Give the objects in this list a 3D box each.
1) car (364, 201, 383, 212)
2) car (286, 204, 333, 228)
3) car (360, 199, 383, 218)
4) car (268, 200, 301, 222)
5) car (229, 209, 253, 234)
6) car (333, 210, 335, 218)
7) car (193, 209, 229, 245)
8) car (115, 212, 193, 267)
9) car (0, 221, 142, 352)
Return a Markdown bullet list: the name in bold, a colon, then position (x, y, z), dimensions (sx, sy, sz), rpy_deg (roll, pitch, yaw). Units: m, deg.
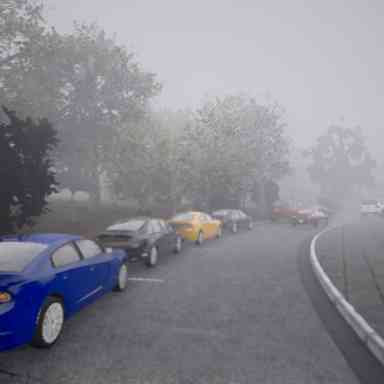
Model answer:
- **car**: position (37.702, 2.963, 66.570), dimensions (5.566, 2.045, 2.435), rpy_deg (-3, -4, 28)
- **car**: position (9.169, 1.934, 25.682), dimensions (1.812, 1.442, 4.674), rpy_deg (-2, -2, 36)
- **car**: position (21.130, 1.802, 37.712), dimensions (5.566, 2.045, 2.150), rpy_deg (1, -3, -41)
- **car**: position (9.333, 1.826, 31.673), dimensions (2.435, 2.045, 5.566), rpy_deg (-2, -2, 41)
- **car**: position (2.596, 1.894, 22.434), dimensions (2.231, 1.521, 4.892), rpy_deg (-1, -2, 30)
- **car**: position (13.583, 2.159, 35.896), dimensions (5.008, 1.535, 2.097), rpy_deg (1, -2, -43)
- **car**: position (0.086, 1.768, 17.273), dimensions (2.097, 1.535, 5.008), rpy_deg (-1, -1, 22)
- **car**: position (-1.743, 1.625, 11.987), dimensions (2.231, 1.521, 4.892), rpy_deg (0, -1, 14)
- **car**: position (-2.752, 1.524, 6.399), dimensions (2.097, 1.535, 5.008), rpy_deg (0, -2, 8)
